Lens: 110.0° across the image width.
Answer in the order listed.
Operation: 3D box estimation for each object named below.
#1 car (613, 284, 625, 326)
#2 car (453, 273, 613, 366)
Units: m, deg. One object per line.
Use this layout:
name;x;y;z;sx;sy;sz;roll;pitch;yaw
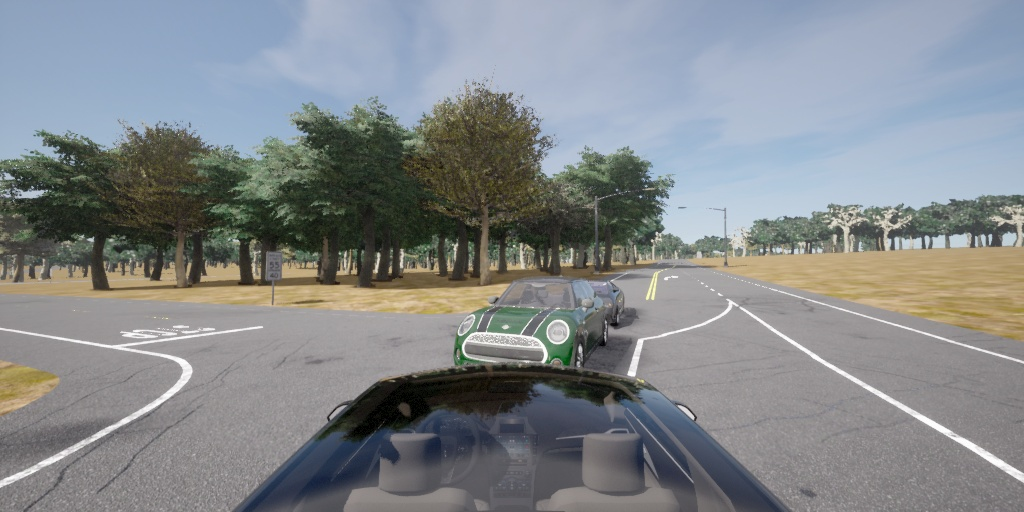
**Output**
car;2.901;1.554;12.901;1.994;1.385;4.181;-2;0;22
car;0.678;1.222;7.468;2.097;1.767;4.553;-1;-2;22
